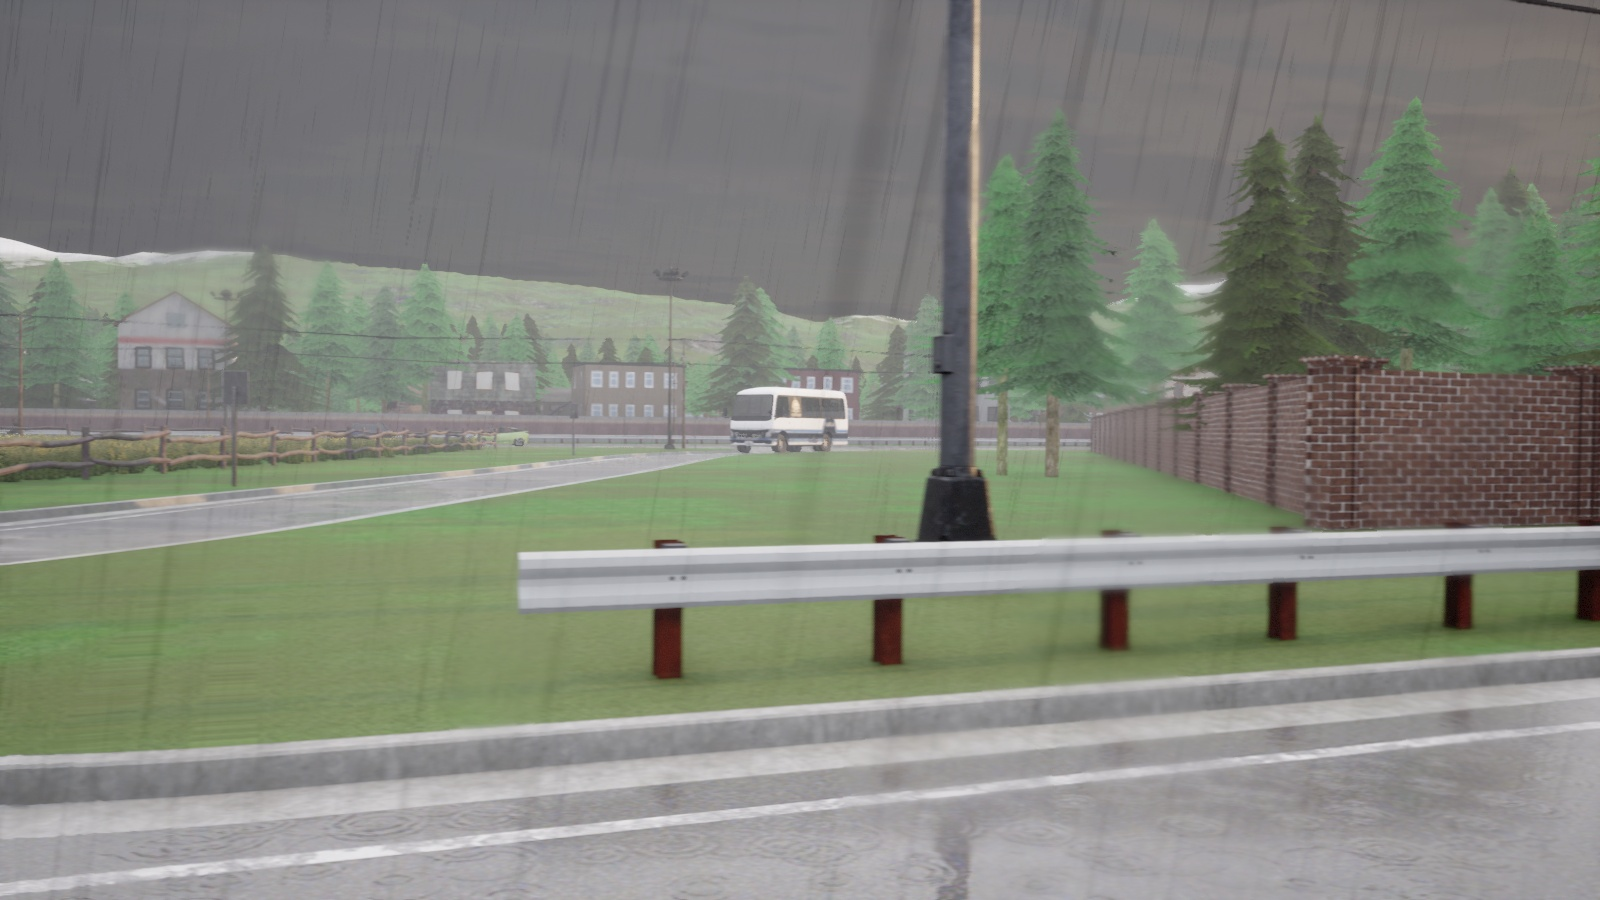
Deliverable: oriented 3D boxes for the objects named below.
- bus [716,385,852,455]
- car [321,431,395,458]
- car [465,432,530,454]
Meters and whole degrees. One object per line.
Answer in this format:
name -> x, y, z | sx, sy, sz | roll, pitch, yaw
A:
bus -> -0.875, -1.897, 81.595 | 3.944, 4.253, 10.273 | 0, 1, 31
car -> -29.496, -0.389, 83.828 | 4.553, 1.767, 2.097 | -1, 1, -21
car -> -22.601, -0.539, 93.884 | 4.514, 1.525, 2.007 | -1, 1, -21
